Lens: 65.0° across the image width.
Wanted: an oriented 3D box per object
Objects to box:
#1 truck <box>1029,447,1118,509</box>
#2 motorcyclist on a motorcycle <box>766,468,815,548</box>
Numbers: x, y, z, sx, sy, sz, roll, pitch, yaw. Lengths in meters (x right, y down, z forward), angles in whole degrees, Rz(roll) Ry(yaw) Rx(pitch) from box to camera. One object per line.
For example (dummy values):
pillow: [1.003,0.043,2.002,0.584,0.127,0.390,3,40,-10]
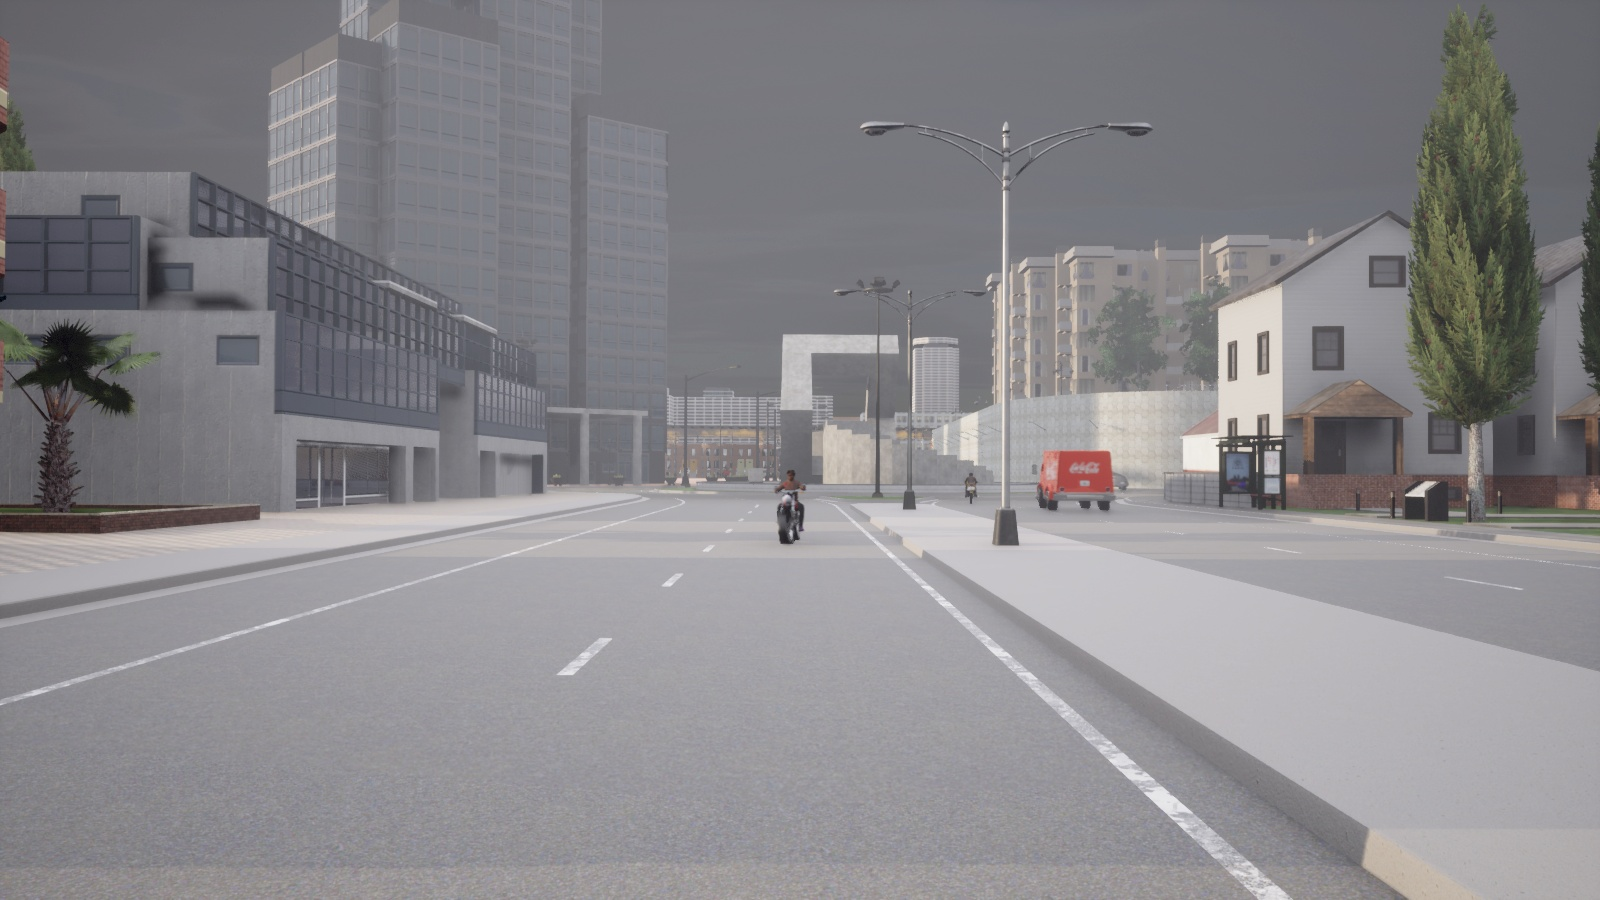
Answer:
truck: [11.387,1.165,52.706,2.627,2.467,5.204,0,-1,0]
motorcyclist on a motorcycle: [-0.183,1.223,27.289,0.766,1.649,2.350,-2,-1,6]
